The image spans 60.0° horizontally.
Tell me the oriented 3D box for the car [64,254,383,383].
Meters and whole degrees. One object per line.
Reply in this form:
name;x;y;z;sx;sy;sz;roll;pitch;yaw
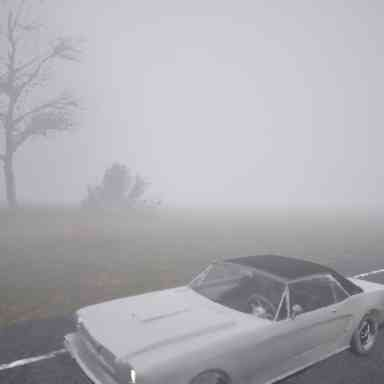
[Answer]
car;0.838;1.646;4.591;4.718;1.301;1.895;1;-1;-36
